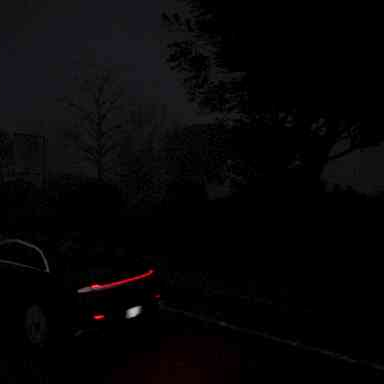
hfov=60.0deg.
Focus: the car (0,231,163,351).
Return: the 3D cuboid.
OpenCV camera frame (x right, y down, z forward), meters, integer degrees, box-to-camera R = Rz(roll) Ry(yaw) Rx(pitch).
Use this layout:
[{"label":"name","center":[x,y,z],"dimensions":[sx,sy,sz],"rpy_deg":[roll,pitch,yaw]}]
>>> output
[{"label":"car","center":[-2.735,1.497,6.252],"dimensions":[4.902,1.511,2.128],"rpy_deg":[0,0,38]}]
